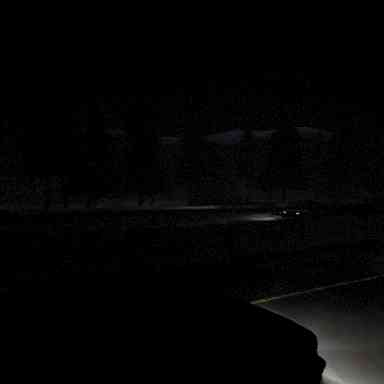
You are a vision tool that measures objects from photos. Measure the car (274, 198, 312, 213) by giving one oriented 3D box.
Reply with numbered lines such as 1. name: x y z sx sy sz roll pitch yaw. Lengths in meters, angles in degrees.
1. car: 9.382 1.418 27.512 4.674 1.442 1.812 0 0 -19

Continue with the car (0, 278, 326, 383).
1. car: -1.213 1.533 2.774 5.357 1.411 2.033 0 0 -34

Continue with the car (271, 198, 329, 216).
1. car: 10.182 1.354 31.445 5.008 1.535 1.882 0 0 -17

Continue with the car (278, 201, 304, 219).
1. car: 8.855 1.509 23.675 4.718 1.301 1.895 0 0 -20

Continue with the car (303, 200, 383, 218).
1. car: 9.522 1.429 20.156 4.892 1.490 1.837 0 0 -20
